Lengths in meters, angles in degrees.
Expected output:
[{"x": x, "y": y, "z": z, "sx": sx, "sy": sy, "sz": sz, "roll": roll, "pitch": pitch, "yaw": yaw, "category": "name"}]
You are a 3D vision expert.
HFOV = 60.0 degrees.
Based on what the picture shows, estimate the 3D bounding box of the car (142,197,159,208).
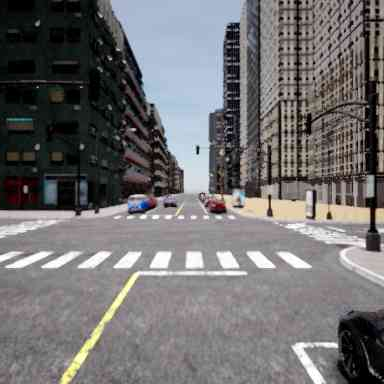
[{"x": -5.672, "y": 1.378, "z": 45.891, "sx": 1.887, "sy": 1.381, "sz": 4.507, "roll": 0, "pitch": 0, "yaw": 0, "category": "car"}]

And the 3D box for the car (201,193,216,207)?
[{"x": 2.710, "y": 1.273, "z": 45.888, "sx": 1.967, "sy": 1.590, "sz": 4.097, "roll": 0, "pitch": 0, "yaw": 0, "category": "car"}]

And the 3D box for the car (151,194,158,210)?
[{"x": -5.671, "y": 1.167, "z": 40.362, "sx": 2.192, "sy": 1.841, "sz": 5.009, "roll": 0, "pitch": 0, "yaw": 0, "category": "car"}]

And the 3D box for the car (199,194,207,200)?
[{"x": 2.718, "y": 1.297, "z": 84.581, "sx": 1.802, "sy": 1.307, "sz": 4.206, "roll": 0, "pitch": 0, "yaw": 0, "category": "car"}]

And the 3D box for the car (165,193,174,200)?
[{"x": -5.661, "y": 1.155, "z": 84.583, "sx": 1.967, "sy": 1.590, "sz": 4.097, "roll": 0, "pitch": 0, "yaw": 0, "category": "car"}]

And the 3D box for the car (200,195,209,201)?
[{"x": 2.716, "y": 1.297, "z": 73.526, "sx": 2.008, "sy": 1.369, "sz": 4.403, "roll": 0, "pitch": 0, "yaw": 0, "category": "car"}]

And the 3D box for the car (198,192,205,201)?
[{"x": 2.714, "y": 1.219, "z": 62.470, "sx": 1.967, "sy": 1.590, "sz": 4.097, "roll": 0, "pitch": 0, "yaw": 0, "category": "car"}]

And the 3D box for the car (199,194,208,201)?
[{"x": 2.717, "y": 1.275, "z": 79.053, "sx": 1.887, "sy": 1.381, "sz": 4.507, "roll": 0, "pitch": 0, "yaw": 0, "category": "car"}]

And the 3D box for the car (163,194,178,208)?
[{"x": -2.989, "y": 1.379, "z": 46.375, "sx": 2.033, "sy": 1.411, "sz": 5.357, "roll": 0, "pitch": 0, "yaw": 0, "category": "car"}]

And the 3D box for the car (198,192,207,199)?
[{"x": 2.721, "y": 1.014, "z": 90.108, "sx": 2.192, "sy": 1.841, "sz": 5.009, "roll": 0, "pitch": 0, "yaw": 0, "category": "car"}]

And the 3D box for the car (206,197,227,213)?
[{"x": 2.706, "y": 1.453, "z": 34.832, "sx": 1.802, "sy": 1.307, "sz": 4.206, "roll": 0, "pitch": 0, "yaw": 0, "category": "car"}]

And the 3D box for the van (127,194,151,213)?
[{"x": -5.673, "y": 1.212, "z": 34.835, "sx": 1.690, "sy": 1.788, "sz": 3.998, "roll": 0, "pitch": 0, "yaw": 0, "category": "van"}]

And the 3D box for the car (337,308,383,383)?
[{"x": 2.698, "y": 1.556, "z": 2.427, "sx": 1.947, "sy": 1.339, "sz": 4.313, "roll": 0, "pitch": 0, "yaw": 0, "category": "car"}]
